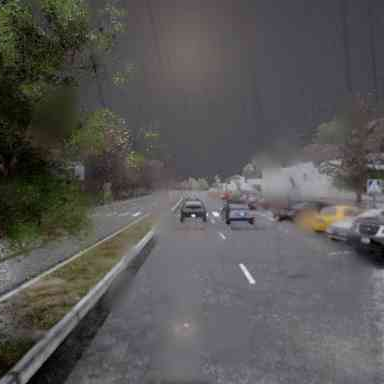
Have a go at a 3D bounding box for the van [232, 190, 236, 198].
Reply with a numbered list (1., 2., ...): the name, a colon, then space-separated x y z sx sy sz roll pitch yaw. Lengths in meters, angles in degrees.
1. van: 8.181 0.899 44.446 4.442 1.987 1.878 1 0 -20

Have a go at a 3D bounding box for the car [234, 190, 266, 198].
1. car: 8.042 1.029 41.412 4.553 1.767 2.185 1 0 -20

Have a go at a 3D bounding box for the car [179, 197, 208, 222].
1. car: 0.100 1.340 24.992 1.837 1.490 4.892 0 0 0

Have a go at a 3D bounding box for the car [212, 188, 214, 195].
1. car: 8.042 0.463 80.203 4.553 1.767 2.185 0 1 -20

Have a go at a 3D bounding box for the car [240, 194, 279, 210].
1. car: 8.045 1.246 35.423 4.792 1.488 2.163 1 1 -20

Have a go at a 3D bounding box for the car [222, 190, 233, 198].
1. car: 8.048 0.810 50.354 5.566 2.045 2.435 1 1 -20

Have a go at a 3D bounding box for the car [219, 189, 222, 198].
1. car: 8.099 0.747 56.350 5.566 2.045 2.435 1 0 -20

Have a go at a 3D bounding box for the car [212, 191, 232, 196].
1. car: 8.096 0.397 89.176 4.792 1.488 2.163 0 1 -20

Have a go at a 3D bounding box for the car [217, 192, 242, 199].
1. car: 8.096 0.808 71.277 4.792 1.488 2.163 0 1 -20

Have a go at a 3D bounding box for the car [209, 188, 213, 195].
1. car: 7.896 0.439 86.114 5.366 1.575 1.946 0 2 -20

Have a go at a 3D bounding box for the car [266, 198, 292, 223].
1. car: 8.045 1.372 23.418 4.792 1.488 2.163 1 1 -20

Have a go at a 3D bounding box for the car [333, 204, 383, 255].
1. car: 8.048 1.201 11.400 5.566 2.045 2.435 1 1 -20

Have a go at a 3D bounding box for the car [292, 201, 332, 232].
1. car: 8.242 1.401 17.495 5.366 1.575 1.946 1 0 -20

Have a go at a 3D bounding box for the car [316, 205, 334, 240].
1. car: 8.075 1.467 14.422 4.674 1.452 2.002 1 1 -20

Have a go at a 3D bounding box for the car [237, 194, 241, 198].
1. car: 8.065 1.226 38.442 4.674 1.452 2.002 1 0 -20

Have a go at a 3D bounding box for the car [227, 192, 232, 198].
1. car: 8.064 1.093 47.388 4.892 1.521 2.231 1 0 -20

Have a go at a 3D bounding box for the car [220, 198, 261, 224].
1. car: 3.101 1.403 23.214 2.033 1.411 5.357 0 1 0

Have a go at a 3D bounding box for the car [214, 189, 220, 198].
1. car: 7.898 0.825 68.207 5.366 1.575 1.946 0 1 -20

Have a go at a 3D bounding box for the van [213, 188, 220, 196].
1. van: 7.964 0.431 77.175 4.442 1.987 1.878 0 2 -20

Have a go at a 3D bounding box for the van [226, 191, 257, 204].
1. van: 7.965 0.803 53.307 4.442 1.987 1.878 1 1 -20

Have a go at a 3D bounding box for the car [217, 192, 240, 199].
1. car: 8.064 0.758 74.248 4.674 1.452 2.002 0 1 -20
